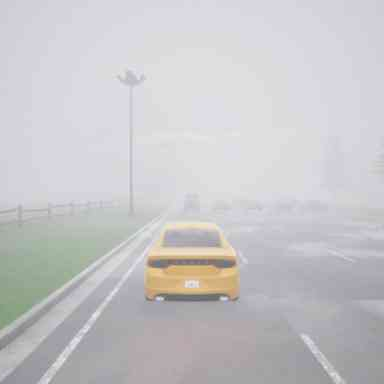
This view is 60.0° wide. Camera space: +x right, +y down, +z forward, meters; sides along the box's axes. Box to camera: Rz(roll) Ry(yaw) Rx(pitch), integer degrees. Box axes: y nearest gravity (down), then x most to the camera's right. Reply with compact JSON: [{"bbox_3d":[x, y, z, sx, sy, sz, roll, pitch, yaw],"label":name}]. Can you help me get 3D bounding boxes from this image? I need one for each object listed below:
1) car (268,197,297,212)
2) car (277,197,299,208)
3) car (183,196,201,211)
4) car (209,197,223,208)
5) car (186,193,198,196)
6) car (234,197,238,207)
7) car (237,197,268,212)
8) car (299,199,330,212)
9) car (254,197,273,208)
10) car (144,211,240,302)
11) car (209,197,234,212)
[{"bbox_3d":[10.496,1.524,39.162,1.812,1.442,4.674,0,0,0],"label":"car"},{"bbox_3d":[13.988,1.502,48.825,1.837,1.490,4.892,0,0,0],"label":"car"},{"bbox_3d":[-0.009,1.503,38.375,1.837,1.490,4.892,0,0,0],"label":"car"},{"bbox_3d":[3.493,1.523,49.680,1.812,1.442,4.674,0,0,0],"label":"car"},{"bbox_3d":[-0.013,1.219,48.807,2.150,2.045,5.566,0,0,0],"label":"car"},{"bbox_3d":[6.993,1.489,49.405,2.128,1.511,4.902,0,0,0],"label":"car"},{"bbox_3d":[6.997,1.545,39.083,2.033,1.411,5.357,0,0,0],"label":"car"},{"bbox_3d":[13.989,1.545,38.220,2.033,1.411,5.357,0,0,0],"label":"car"},{"bbox_3d":[10.490,1.523,49.214,1.812,1.442,4.674,0,0,0],"label":"car"},{"bbox_3d":[-0.002,1.477,8.351,1.882,1.535,5.008,0,0,0],"label":"car"},{"bbox_3d":[3.498,1.562,39.646,1.994,1.385,4.181,0,0,0],"label":"car"}]
